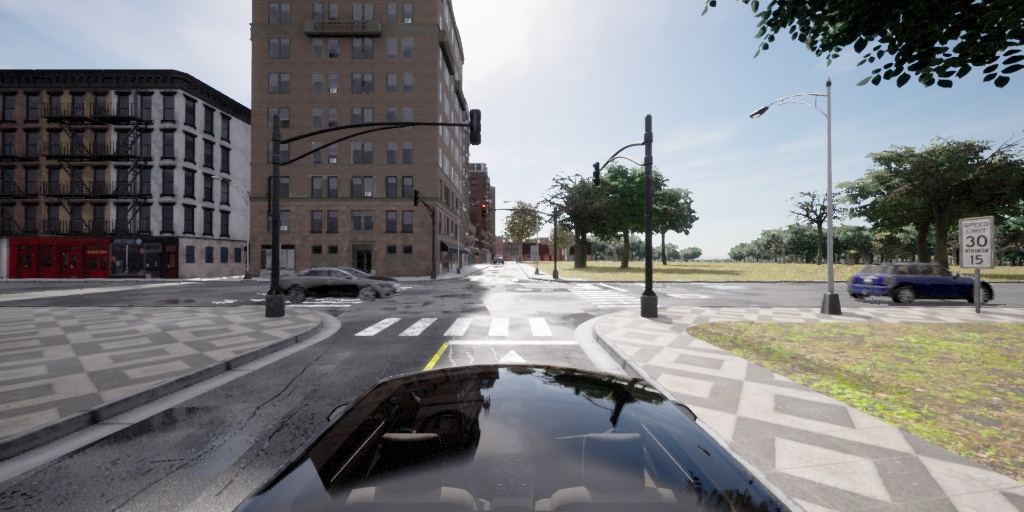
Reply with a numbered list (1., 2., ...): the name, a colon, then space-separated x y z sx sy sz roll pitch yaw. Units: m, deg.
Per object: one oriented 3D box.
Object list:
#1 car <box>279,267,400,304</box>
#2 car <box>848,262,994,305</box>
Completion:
1. car: -7.351 1.201 15.425 4.902 1.511 2.128 0 -1 0
2. car: 17.436 1.074 15.419 4.553 1.767 2.097 0 -1 0
